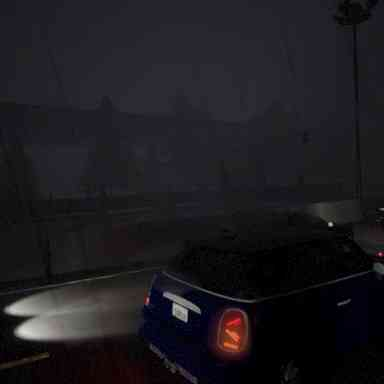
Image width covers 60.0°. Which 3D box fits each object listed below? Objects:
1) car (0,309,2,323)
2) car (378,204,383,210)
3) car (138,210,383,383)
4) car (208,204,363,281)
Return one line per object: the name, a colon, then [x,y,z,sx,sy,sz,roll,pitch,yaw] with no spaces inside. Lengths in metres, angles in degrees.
car: [-4.978,1.560,4.493,4.181,1.385,1.994,1,0,-36]
car: [10.689,0.860,15.826,4.902,1.511,2.128,-4,2,-36]
car: [1.591,1.312,4.915,4.553,1.767,2.097,-1,1,-36]
car: [3.068,1.319,10.304,5.008,1.535,1.882,-3,1,-36]
